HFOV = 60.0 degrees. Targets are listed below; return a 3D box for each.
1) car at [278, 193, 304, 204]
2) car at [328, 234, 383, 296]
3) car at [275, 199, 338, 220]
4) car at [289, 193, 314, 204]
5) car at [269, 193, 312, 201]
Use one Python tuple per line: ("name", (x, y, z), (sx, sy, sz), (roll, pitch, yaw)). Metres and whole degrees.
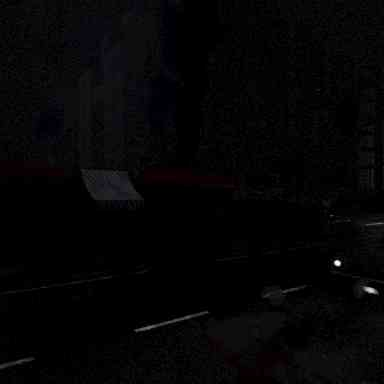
("car", (17.141, 1.114, 57.714), (1.905, 1.878, 3.866), (0, 0, -36))
("car", (5.272, 1.601, 7.752), (4.718, 1.301, 1.895), (0, 0, -35))
("car", (9.592, 1.545, 27.740), (1.895, 1.301, 4.718), (0, 0, -36))
("car", (19.534, 1.114, 59.424), (1.905, 1.878, 3.866), (0, 0, -36))
("car", (9.662, 1.296, 33.618), (2.097, 1.767, 4.553), (0, 0, -36))
